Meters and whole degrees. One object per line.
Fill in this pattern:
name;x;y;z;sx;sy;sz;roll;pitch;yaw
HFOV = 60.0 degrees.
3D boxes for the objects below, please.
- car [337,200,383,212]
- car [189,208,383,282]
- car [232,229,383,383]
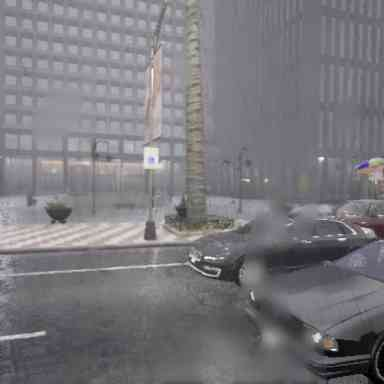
car;6.562;1.089;12.879;4.553;1.767;2.185;0;2;-19
car;2.345;1.303;8.302;4.892;1.490;1.837;0;2;-18
car;3.515;1.452;5.001;5.357;1.411;2.033;0;2;-18
